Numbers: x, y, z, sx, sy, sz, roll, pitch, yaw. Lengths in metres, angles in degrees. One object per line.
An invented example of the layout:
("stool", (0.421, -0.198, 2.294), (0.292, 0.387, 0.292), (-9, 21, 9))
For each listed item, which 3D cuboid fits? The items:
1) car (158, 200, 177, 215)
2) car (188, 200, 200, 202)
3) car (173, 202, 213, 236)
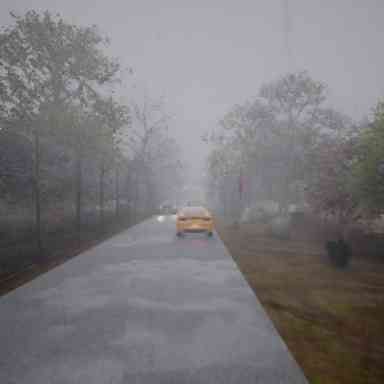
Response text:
("car", (-2.705, 1.720, 38.929), (2.097, 1.767, 4.553), (0, -1, 0))
("car", (0.240, 1.731, 39.654), (2.097, 1.767, 4.553), (0, -1, 0))
("car", (0.142, 1.582, 19.155), (1.882, 1.535, 5.008), (0, -1, 0))
